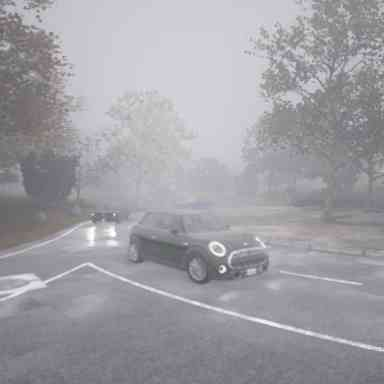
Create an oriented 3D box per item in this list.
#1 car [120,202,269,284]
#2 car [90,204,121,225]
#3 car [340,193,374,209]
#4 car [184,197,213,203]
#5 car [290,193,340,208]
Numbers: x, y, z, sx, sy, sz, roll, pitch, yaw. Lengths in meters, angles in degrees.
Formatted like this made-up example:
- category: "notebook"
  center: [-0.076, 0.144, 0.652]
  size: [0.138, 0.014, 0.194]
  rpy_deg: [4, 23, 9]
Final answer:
- category: "car"
  center: [0.010, 1.335, 9.754]
  size: [2.097, 1.767, 4.553]
  rpy_deg: [0, 0, -40]
- category: "car"
  center: [-5.768, 1.553, 24.069]
  size: [1.895, 1.301, 4.718]
  rpy_deg: [0, 0, 2]
- category: "car"
  center: [21.248, 1.121, 44.690]
  size: [5.566, 2.045, 2.150]
  rpy_deg: [1, 0, 16]
- category: "car"
  center: [0.309, 1.403, 39.037]
  size: [5.008, 1.535, 1.882]
  rpy_deg: [0, 0, -43]
- category: "car"
  center: [15.263, 1.083, 42.344]
  size: [5.566, 2.045, 2.150]
  rpy_deg: [1, -1, 1]
